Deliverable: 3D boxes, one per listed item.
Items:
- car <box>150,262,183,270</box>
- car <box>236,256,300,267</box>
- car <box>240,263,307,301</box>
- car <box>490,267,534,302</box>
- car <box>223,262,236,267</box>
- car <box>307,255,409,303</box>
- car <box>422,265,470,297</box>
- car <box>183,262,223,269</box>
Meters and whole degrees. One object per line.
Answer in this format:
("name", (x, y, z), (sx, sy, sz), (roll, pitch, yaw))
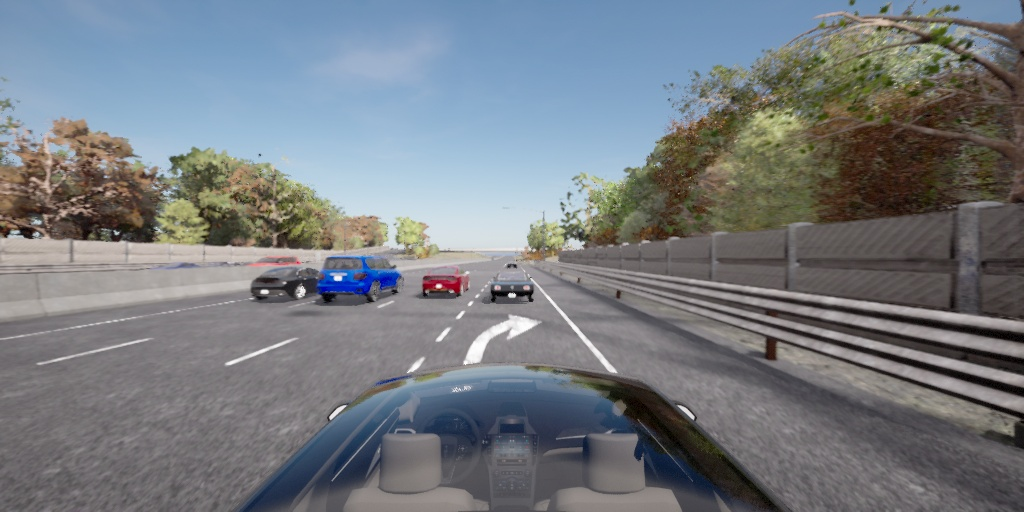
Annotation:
("car", (-31.555, 1.317, 33.906), (1.812, 1.442, 4.674), (0, 0, 0))
("car", (-21.075, 1.011, 31.786), (2.150, 2.045, 5.566), (0, 0, 0))
("car", (-10.392, 1.269, 17.491), (1.837, 1.490, 4.892), (0, 0, 0))
("car", (0.007, 1.368, 17.213), (1.895, 1.301, 4.718), (0, 0, 0))
("car", (-24.558, 1.302, 34.315), (1.837, 1.490, 4.892), (0, -1, 0))
("car", (-6.893, 0.986, 16.904), (2.150, 2.045, 5.566), (0, 0, 0))
("car", (-3.390, 1.247, 19.105), (1.882, 1.535, 5.008), (0, 0, 0))
("car", (-28.055, 1.287, 34.444), (2.128, 1.511, 4.902), (0, 0, 0))
